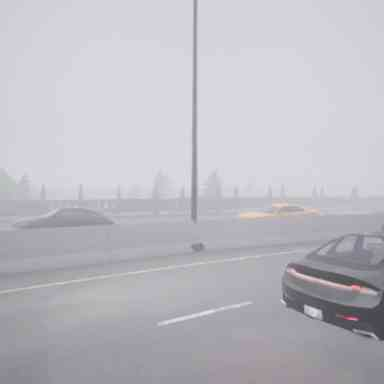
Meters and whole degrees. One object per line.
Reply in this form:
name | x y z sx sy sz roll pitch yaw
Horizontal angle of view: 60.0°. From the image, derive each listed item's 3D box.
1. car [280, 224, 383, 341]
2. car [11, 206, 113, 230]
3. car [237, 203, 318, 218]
car | 3.765 1.463 5.920 4.902 1.511 2.128 0 0 -31
car | -6.247 1.444 16.362 4.674 1.442 1.812 0 0 -33
car | 4.815 1.399 18.671 5.008 1.535 1.882 0 0 -27
